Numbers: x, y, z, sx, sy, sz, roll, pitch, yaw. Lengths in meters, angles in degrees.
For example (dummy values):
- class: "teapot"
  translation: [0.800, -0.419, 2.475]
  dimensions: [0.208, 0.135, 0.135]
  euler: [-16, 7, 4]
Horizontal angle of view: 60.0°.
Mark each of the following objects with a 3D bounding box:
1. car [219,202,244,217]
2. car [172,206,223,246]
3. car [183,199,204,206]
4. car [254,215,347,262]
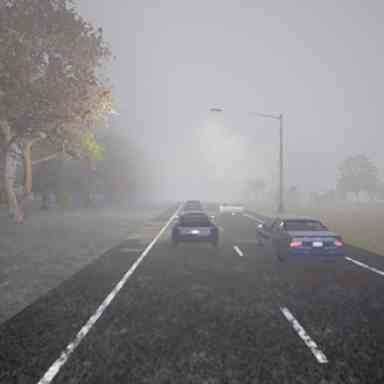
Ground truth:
- class: "car"
  translation: [3.658, 1.605, 31.613]
  dimensions: [1.895, 1.301, 4.718]
  euler: [0, 0, 0]
- class: "car"
  translation: [0.124, 1.565, 15.333]
  dimensions: [1.994, 1.385, 4.181]
  euler: [0, 0, 0]
- class: "car"
  translation: [0.161, 1.508, 32.980]
  dimensions: [1.837, 1.490, 4.892]
  euler: [0, 0, 0]
- class: "car"
  translation: [3.621, 1.549, 12.087]
  dimensions: [2.033, 1.411, 5.357]
  euler: [0, 0, 0]
